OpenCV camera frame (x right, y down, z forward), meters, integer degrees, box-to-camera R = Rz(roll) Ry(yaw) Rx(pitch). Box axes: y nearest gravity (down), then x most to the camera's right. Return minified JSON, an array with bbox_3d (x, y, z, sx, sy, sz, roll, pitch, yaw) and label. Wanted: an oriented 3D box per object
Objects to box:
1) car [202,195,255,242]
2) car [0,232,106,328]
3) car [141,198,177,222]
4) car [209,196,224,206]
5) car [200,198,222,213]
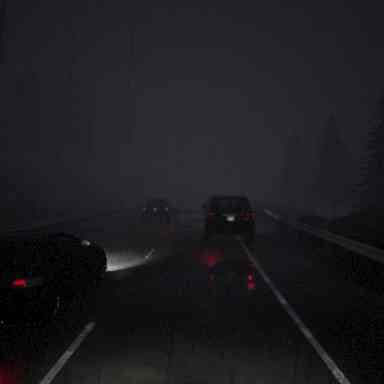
[{"bbox_3d":[1.673,1.144,15.939,2.150,2.045,5.566,0,0,3],"label":"car"},{"bbox_3d":[-3.251,1.525,7.058,1.994,1.385,4.181,0,0,1],"label":"car"},{"bbox_3d":[-2.330,1.223,24.782,2.097,1.767,4.553,0,0,4],"label":"car"},{"bbox_3d":[3.705,1.351,49.164,1.895,1.301,4.718,0,0,8],"label":"car"},{"bbox_3d":[2.119,1.365,35.873,2.033,1.411,5.357,0,0,7],"label":"car"}]
